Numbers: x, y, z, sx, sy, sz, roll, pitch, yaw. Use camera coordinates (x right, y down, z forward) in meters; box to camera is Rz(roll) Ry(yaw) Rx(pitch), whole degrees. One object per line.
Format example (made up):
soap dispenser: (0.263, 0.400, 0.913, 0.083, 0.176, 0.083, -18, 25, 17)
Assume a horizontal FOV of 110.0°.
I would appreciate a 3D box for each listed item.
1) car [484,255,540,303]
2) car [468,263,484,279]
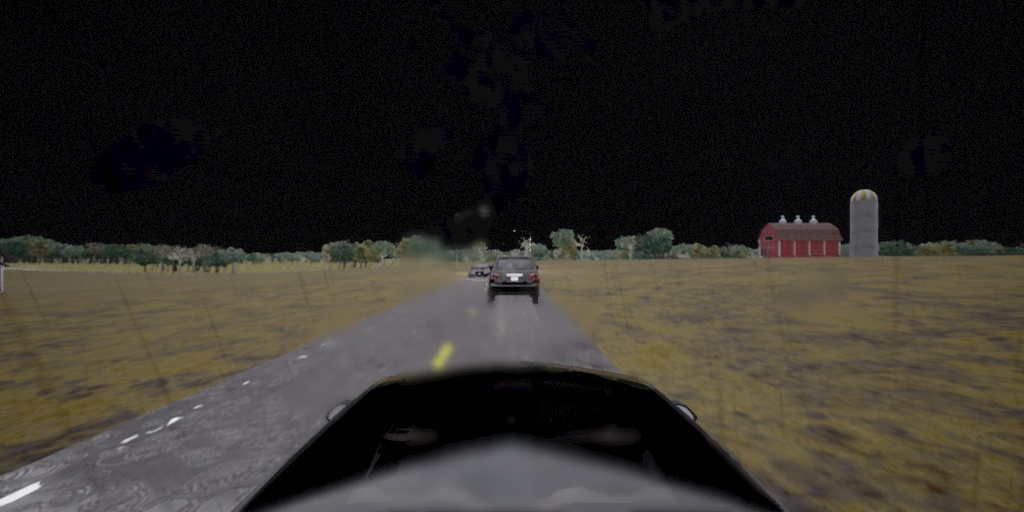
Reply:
car: (0.101, 0.988, 16.726, 2.150, 2.045, 5.566, 0, 0, 0)
car: (-2.791, 1.370, 32.923, 1.994, 1.385, 4.181, 0, 0, 1)
